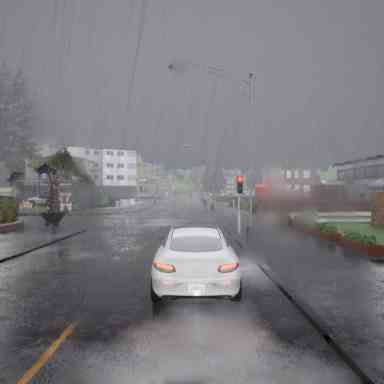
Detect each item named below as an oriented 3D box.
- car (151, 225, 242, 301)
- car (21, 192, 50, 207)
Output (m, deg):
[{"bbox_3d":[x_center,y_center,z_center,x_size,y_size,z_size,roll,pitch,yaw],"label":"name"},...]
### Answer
[{"bbox_3d":[0.082,1.526,8.170,1.812,1.442,4.674,0,0,0],"label":"car"},{"bbox_3d":[-19.838,0.986,42.815,1.905,1.878,3.866,0,0,35],"label":"car"}]
